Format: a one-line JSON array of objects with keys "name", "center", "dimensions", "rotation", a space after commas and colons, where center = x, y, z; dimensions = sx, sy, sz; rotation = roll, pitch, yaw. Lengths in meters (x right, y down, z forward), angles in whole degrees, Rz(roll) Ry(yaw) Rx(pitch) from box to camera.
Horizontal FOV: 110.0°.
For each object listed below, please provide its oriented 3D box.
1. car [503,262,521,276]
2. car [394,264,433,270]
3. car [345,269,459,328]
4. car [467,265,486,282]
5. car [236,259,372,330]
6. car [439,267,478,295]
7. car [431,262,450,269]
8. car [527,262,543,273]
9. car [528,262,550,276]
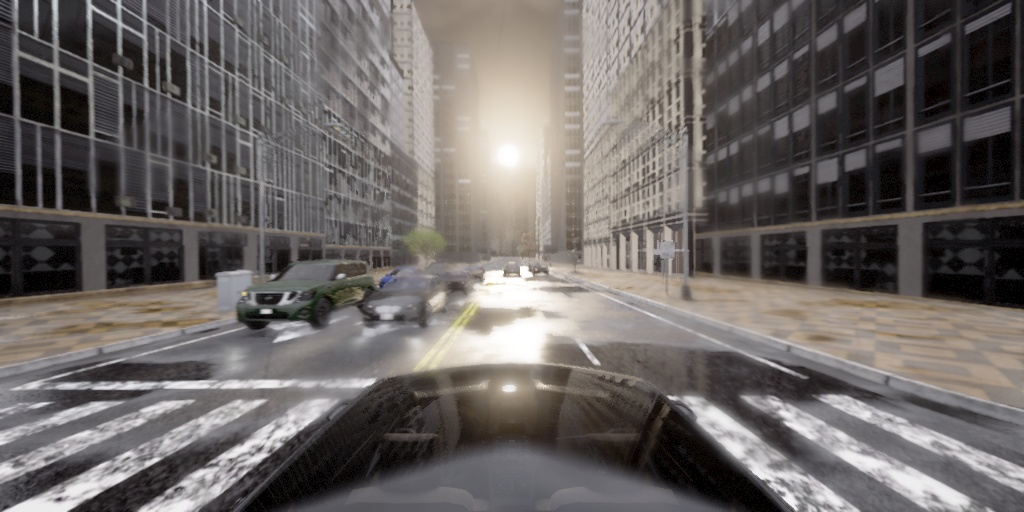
[{"name": "car", "center": [0.012, 1.555, 41.559], "dimensions": [1.994, 1.385, 4.181], "rotation": [-1, 0, 0]}, {"name": "car", "center": [-6.597, 1.446, 22.327], "dimensions": [1.882, 1.535, 5.008], "rotation": [-1, 0, 0]}, {"name": "car", "center": [-3.350, 1.382, 12.129], "dimensions": [2.128, 1.511, 4.902], "rotation": [-1, 0, 0]}, {"name": "car", "center": [-3.337, 1.529, 32.113], "dimensions": [2.033, 1.411, 5.357], "rotation": [-1, 0, 0]}, {"name": "car", "center": [-6.595, 1.144, 12.363], "dimensions": [2.150, 2.045, 5.566], "rotation": [-1, 0, 0]}, {"name": "car", "center": [-3.348, 1.534, 21.409], "dimensions": [1.895, 1.301, 4.718], "rotation": [-1, 0, 0]}, {"name": "car", "center": [-6.585, 1.364, 31.996], "dimensions": [2.097, 1.767, 4.553], "rotation": [-1, 0, 0]}, {"name": "car", "center": [3.267, 1.549, 51.652], "dimensions": [2.033, 1.411, 5.357], "rotation": [-1, 0, 0]}, {"name": "car", "center": [3.262, 1.560, 41.587], "dimensions": [1.895, 1.301, 4.718], "rotation": [-1, 0, 0]}]
